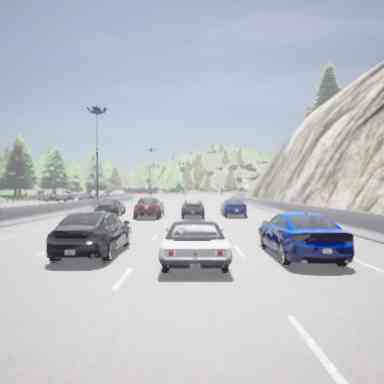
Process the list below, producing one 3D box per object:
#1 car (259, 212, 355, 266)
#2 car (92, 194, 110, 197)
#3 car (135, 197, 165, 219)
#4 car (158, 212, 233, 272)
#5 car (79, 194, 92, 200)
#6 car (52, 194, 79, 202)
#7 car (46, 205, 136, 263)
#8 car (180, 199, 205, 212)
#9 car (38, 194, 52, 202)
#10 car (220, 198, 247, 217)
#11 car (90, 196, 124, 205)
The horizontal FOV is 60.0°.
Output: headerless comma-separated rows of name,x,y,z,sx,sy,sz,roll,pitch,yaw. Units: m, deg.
car,3.586,1.405,11.272,1.882,1.535,5.008,0,0,0
car,-17.311,1.138,65.530,2.033,1.411,5.357,0,0,3
car,-3.423,1.182,27.168,2.097,1.767,4.553,0,0,0
car,0.089,1.534,10.492,1.895,1.301,4.718,0,0,0
car,-20.800,1.131,65.785,2.033,1.411,5.357,0,0,3
car,-24.352,1.126,64.253,2.033,1.411,5.357,0,0,1
car,-3.411,1.431,11.713,1.837,1.490,4.892,0,0,0
car,0.078,1.319,27.457,2.128,1.511,4.902,0,0,0
car,-27.866,1.127,64.064,2.128,1.511,4.902,0,0,1
car,3.578,1.295,29.006,1.882,1.535,5.008,0,0,0
car,-6.934,1.348,28.479,1.812,1.442,4.674,0,0,0
